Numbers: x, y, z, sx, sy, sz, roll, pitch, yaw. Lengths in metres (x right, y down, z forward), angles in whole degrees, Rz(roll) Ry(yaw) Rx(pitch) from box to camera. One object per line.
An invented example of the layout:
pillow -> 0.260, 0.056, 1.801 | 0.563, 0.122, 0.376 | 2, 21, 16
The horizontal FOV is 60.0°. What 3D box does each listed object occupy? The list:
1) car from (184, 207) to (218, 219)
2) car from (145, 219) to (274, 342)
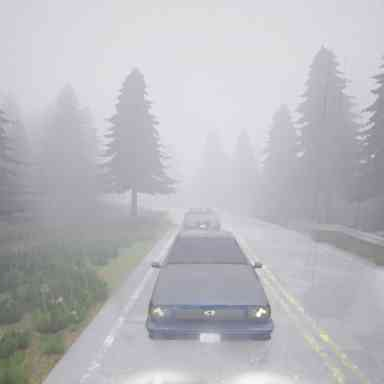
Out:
car -> 0.499, 1.584, 19.180 | 1.994, 1.385, 4.181 | 0, 0, -2
car -> 0.294, 1.558, 7.095 | 2.033, 1.411, 5.357 | 0, 0, 1
